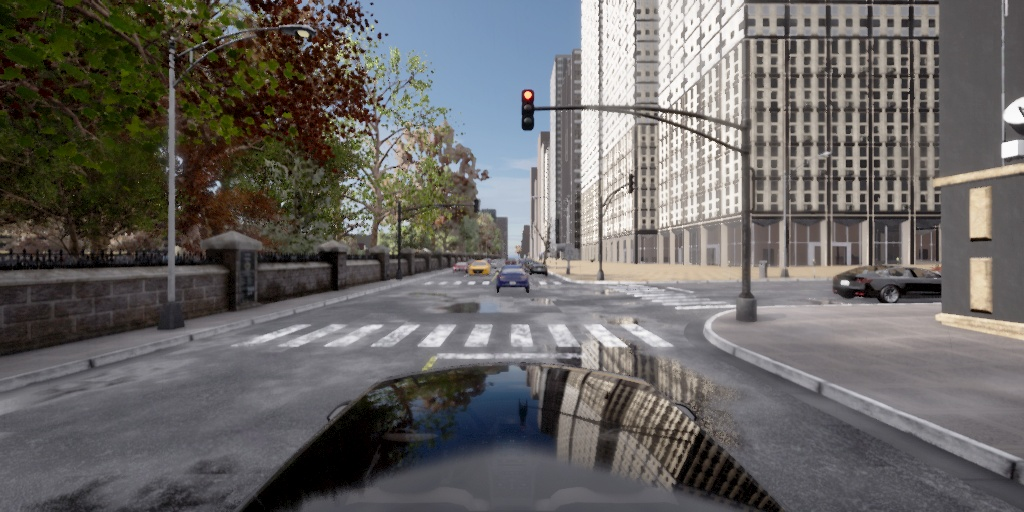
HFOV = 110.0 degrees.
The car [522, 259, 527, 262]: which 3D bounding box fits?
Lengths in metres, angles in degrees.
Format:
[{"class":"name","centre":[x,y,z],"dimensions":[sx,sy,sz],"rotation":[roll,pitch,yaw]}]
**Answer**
[{"class":"car","centre":[2.566,1.302,41.725],"dimensions":[1.948,1.339,4.313],"rotation":[0,0,0]}]

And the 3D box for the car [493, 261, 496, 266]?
[{"class":"car","centre":[-3.241,1.338,53.317],"dimensions":[1.895,1.301,4.718],"rotation":[0,0,0]}]

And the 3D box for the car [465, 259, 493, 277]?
[{"class":"car","centre":[-3.204,1.214,36.043],"dimensions":[1.882,1.535,5.008],"rotation":[0,0,0]}]

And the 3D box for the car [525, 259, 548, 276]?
[{"class":"car","centre":[2.583,1.302,36.093],"dimensions":[1.948,1.339,4.313],"rotation":[0,0,0]}]

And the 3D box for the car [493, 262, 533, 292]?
[{"class":"car","centre":[0.038,1.266,21.221],"dimensions":[1.812,1.442,4.674],"rotation":[0,0,0]}]

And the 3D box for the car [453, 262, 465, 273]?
[{"class":"car","centre":[-5.815,1.318,41.699],"dimensions":[1.802,1.307,4.207],"rotation":[0,0,0]}]

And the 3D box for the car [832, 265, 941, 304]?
[{"class":"car","centre":[14.649,1.016,13.547],"dimensions":[4.313,1.339,1.948],"rotation":[0,0,0]}]

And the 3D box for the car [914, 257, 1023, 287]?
[{"class":"car","centre":[25.116,0.818,19.428],"dimensions":[4.674,1.442,1.812],"rotation":[-1,0,0]}]

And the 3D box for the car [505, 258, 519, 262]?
[{"class":"car","centre":[-0.194,1.094,64.140],"dimensions":[2.097,1.767,4.553],"rotation":[0,0,0]}]

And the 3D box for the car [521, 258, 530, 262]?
[{"class":"car","centre":[2.548,1.302,47.358],"dimensions":[1.948,1.339,4.313],"rotation":[0,0,0]}]
